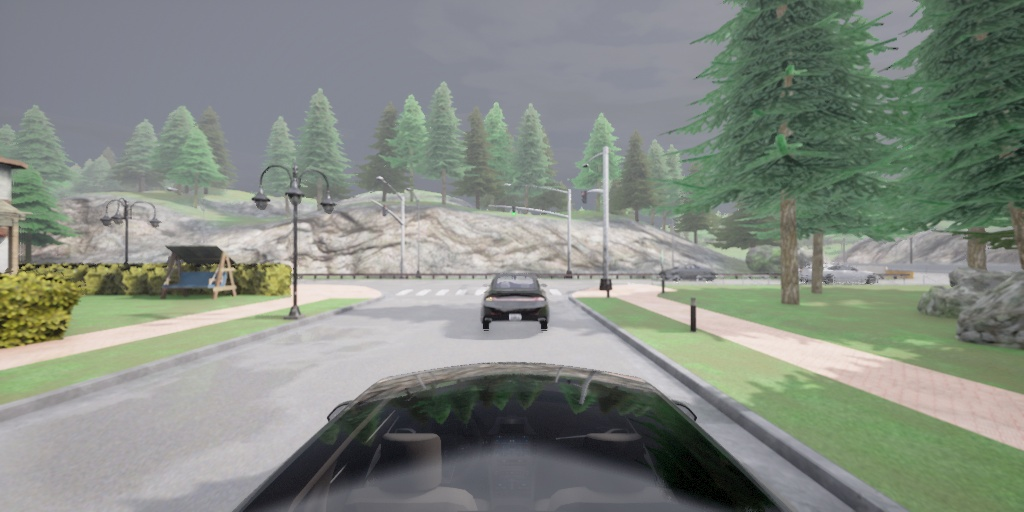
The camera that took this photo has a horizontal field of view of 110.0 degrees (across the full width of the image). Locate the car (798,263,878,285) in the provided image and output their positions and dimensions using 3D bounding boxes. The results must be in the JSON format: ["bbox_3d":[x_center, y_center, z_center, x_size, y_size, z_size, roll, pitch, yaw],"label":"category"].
[{"bbox_3d":[23.000,1.276,25.351,4.674,1.442,1.812,0,0,0],"label":"car"}]

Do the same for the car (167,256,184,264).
[{"bbox_3d":[-21.334,0.969,25.389,5.566,2.045,2.150,0,0,0],"label":"car"}]

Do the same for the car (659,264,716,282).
[{"bbox_3d":[14.148,1.338,29.039,4.181,1.385,1.994,0,0,0],"label":"car"}]

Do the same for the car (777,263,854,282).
[{"bbox_3d":[24.450,1.301,28.994,4.674,1.442,1.812,0,0,0],"label":"car"}]

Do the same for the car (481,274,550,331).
[{"bbox_3d":[0.095,1.308,11.321,2.128,1.511,4.902,0,0,0],"label":"car"}]
